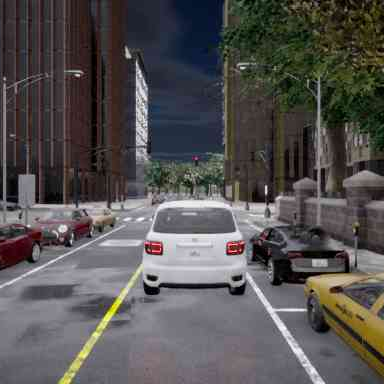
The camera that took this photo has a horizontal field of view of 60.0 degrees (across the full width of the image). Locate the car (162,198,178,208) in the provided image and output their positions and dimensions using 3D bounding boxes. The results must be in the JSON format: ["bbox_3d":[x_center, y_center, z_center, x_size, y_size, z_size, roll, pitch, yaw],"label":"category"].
[{"bbox_3d":[-3.130,1.574,48.122,1.994,1.385,4.181,0,0,0],"label":"car"}]

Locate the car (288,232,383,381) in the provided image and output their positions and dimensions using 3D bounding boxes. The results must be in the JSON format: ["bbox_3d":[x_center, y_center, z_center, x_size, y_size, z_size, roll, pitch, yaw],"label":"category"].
[{"bbox_3d":[2.758,1.525,3.958,1.752,1.417,4.829,0,0,0],"label":"car"}]

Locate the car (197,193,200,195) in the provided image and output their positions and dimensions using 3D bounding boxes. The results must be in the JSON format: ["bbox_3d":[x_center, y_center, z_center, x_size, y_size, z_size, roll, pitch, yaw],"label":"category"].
[{"bbox_3d":[2.706,1.571,79.315,1.887,1.381,4.507,0,0,0],"label":"car"}]

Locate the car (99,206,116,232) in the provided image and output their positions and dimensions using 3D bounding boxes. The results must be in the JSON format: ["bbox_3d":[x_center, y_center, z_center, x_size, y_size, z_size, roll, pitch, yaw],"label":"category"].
[{"bbox_3d":[-5.778,1.527,19.981,1.752,1.417,4.829,0,0,0],"label":"car"}]

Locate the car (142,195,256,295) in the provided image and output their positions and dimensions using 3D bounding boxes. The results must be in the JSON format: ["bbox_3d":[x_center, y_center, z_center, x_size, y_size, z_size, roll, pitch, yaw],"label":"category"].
[{"bbox_3d":[0.060,1.222,8.835,2.150,2.045,5.566,0,0,0],"label":"car"}]

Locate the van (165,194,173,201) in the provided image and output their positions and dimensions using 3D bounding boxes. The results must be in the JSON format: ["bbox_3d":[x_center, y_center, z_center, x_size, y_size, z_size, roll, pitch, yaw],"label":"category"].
[{"bbox_3d":[-5.824,1.371,84.747,1.690,1.788,3.998,0,0,0],"label":"van"}]

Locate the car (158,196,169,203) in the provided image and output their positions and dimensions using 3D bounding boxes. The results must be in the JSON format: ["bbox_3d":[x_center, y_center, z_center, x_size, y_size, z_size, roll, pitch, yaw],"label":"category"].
[{"bbox_3d":[-5.812,1.601,68.434,1.802,1.307,4.206,0,0,0],"label":"car"}]

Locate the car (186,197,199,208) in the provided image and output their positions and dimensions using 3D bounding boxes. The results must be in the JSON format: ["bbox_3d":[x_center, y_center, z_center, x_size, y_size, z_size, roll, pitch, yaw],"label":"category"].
[{"bbox_3d":[0.080,1.535,49.031,1.812,1.442,4.674,0,0,0],"label":"car"}]

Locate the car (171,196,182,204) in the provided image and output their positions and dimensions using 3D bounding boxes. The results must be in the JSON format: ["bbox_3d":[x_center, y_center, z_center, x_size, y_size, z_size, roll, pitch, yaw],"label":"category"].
[{"bbox_3d":[-3.069,1.583,66.991,1.994,1.385,4.181,0,0,1],"label":"car"}]

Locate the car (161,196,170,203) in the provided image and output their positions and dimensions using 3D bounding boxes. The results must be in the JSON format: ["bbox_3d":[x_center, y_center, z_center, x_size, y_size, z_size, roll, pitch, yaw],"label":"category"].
[{"bbox_3d":[-5.816,1.548,73.701,1.752,1.417,4.829,0,0,0],"label":"car"}]

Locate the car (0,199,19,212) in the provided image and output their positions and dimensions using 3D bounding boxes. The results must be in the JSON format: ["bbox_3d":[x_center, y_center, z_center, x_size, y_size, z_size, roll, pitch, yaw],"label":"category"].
[{"bbox_3d":[-19.194,1.202,31.543,5.357,1.411,2.033,1,0,-5],"label":"car"}]

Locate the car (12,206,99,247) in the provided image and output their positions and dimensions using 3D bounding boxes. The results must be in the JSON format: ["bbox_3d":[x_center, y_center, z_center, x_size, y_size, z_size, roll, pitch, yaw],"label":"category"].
[{"bbox_3d":[-5.775,1.441,14.694,1.967,1.590,4.097,0,0,0],"label":"car"}]

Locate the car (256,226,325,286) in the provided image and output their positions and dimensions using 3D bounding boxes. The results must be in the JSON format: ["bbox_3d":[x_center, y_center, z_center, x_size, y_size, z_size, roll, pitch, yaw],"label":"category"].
[{"bbox_3d":[2.754,1.566,9.245,1.947,1.339,4.313,0,0,0],"label":"car"}]

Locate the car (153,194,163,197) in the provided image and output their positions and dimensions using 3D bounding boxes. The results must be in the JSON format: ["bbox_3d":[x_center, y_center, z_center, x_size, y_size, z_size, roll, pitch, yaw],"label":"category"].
[{"bbox_3d":[-5.805,1.329,57.559,2.192,1.841,5.009,0,0,0],"label":"car"}]

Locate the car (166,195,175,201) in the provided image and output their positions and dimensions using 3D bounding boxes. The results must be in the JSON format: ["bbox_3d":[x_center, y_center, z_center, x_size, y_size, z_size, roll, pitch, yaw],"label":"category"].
[{"bbox_3d":[-5.827,1.585,90.184,2.008,1.369,4.403,0,0,0],"label":"car"}]

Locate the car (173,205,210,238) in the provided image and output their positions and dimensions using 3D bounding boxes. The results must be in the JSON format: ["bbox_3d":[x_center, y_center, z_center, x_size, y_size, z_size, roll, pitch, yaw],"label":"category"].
[{"bbox_3d":[0.010,1.527,18.480,1.812,1.442,4.674,0,0,0],"label":"car"}]

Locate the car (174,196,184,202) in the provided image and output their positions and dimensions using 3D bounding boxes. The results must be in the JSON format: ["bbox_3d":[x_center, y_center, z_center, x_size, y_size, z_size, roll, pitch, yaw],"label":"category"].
[{"bbox_3d":[-3.055,1.558,77.331,2.033,1.411,5.357,0,0,0],"label":"car"}]

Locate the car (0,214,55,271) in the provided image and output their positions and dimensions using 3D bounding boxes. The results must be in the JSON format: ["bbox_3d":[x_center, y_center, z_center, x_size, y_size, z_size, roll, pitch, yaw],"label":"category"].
[{"bbox_3d":[-5.771,1.545,9.237,1.887,1.381,4.507,0,0,0],"label":"car"}]
